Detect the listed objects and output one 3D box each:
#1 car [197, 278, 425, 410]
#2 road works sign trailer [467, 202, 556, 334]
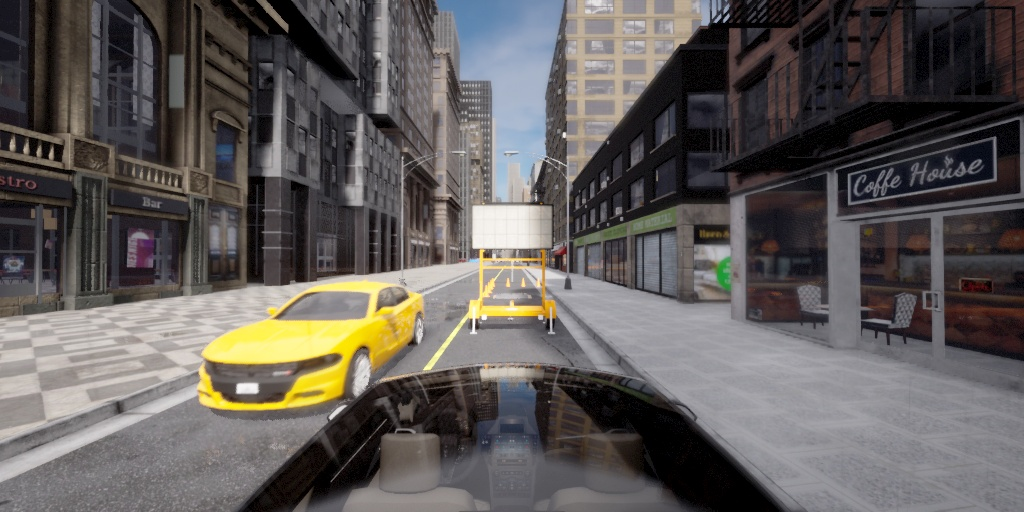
[{"bbox_3d":[-2.996,1.228,6.561,1.882,1.535,5.008,0,0,0],"label":"car"},{"bbox_3d":[0.013,0.216,10.604,2.380,3.560,2.880,0,0,0],"label":"road works sign trailer"}]
